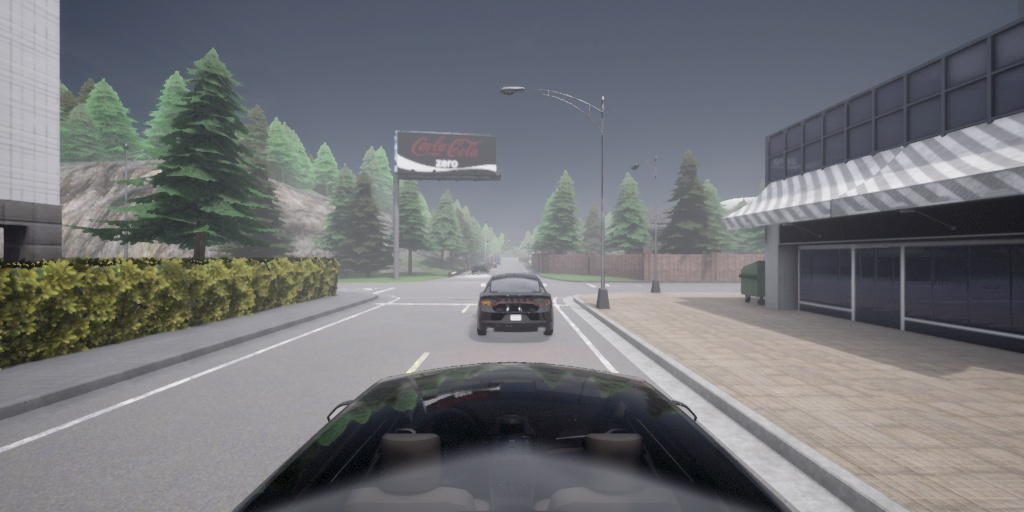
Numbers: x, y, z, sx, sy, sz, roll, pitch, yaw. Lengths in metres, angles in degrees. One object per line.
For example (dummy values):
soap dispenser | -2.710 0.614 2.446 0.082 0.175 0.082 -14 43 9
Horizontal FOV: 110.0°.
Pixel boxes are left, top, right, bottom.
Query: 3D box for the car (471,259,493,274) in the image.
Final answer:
car | -3.559 1.347 41.015 1.895 1.301 4.718 0 0 0

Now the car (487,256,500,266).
car | -3.523 1.095 57.461 2.097 1.767 4.553 0 0 0

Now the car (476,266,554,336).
car | 0.063 1.227 10.481 1.882 1.535 5.008 0 0 -1
